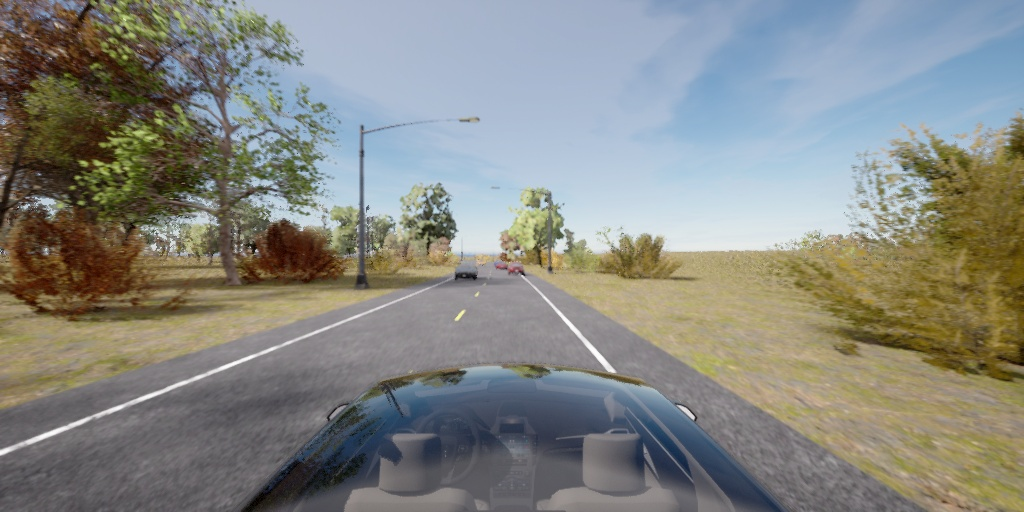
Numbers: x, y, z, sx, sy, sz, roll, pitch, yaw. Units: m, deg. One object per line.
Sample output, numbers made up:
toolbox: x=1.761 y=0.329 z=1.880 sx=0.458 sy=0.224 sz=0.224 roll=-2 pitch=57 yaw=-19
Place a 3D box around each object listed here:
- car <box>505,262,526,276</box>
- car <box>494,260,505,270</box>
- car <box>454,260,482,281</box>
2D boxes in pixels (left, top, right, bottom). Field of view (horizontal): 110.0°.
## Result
car: x=0.434 y=1.458 z=41.153 sx=1.812 sy=1.442 sz=4.674 roll=0 pitch=0 yaw=-2
car: x=-1.700 y=1.575 z=59.474 sx=1.994 sy=1.385 sz=4.181 roll=0 pitch=0 yaw=-4
car: x=-4.070 y=1.384 z=32.457 sx=1.882 sy=1.535 sz=5.008 roll=0 pitch=0 yaw=-2
